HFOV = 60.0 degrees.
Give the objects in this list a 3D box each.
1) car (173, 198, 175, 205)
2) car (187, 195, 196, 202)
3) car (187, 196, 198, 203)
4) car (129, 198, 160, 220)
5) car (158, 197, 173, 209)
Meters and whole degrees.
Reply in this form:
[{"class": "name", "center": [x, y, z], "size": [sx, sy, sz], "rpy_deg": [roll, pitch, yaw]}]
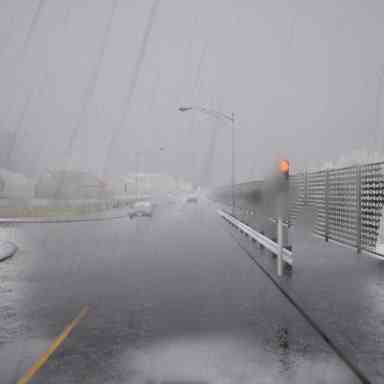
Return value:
[{"class": "car", "center": [-4.095, 1.562, 58.151], "size": [1.994, 1.385, 4.181], "rpy_deg": [0, 0, 0]}, {"class": "car", "center": [-0.022, 1.540, 77.431], "size": [2.033, 1.411, 5.357], "rpy_deg": [0, 0, 0]}, {"class": "car", "center": [0.086, 1.477, 66.963], "size": [1.882, 1.535, 5.008], "rpy_deg": [0, 0, 0]}, {"class": "car", "center": [-4.105, 1.525, 28.391], "size": [1.812, 1.442, 4.674], "rpy_deg": [0, 0, 0]}, {"class": "car", "center": [-4.108, 1.492, 45.532], "size": [2.128, 1.511, 4.902], "rpy_deg": [0, 0, 0]}]
